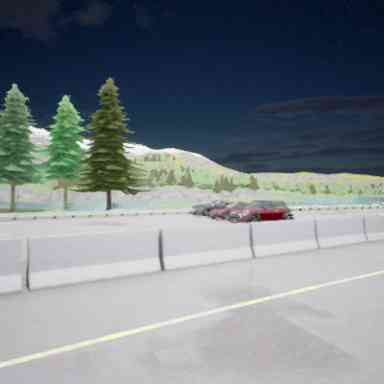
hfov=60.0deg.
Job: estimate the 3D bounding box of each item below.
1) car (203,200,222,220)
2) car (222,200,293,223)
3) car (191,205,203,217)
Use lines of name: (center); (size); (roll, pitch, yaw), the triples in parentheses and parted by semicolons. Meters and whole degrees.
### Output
car: (3.540, 1.508, 26.466); (4.674, 1.442, 1.812); (0, 0, -28)
car: (4.763, 1.343, 23.130); (4.553, 1.767, 2.097); (0, 0, -28)
car: (2.227, 1.465, 29.713); (4.902, 1.511, 2.128); (0, 0, -28)
